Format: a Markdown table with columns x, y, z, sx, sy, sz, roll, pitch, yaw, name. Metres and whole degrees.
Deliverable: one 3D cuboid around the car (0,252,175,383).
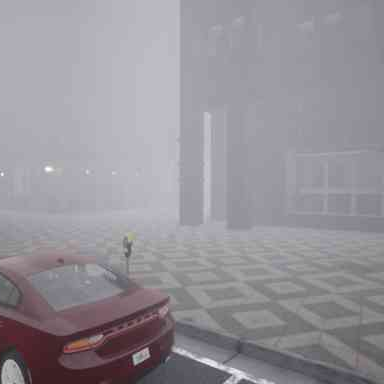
| x | y | z | sx | sy | sz | roll | pitch | yaw | name |
| --- | --- | --- | --- | --- | --- | --- | --- | --- | --- |
| -2.293 | 1.544 | 4.759 | 4.507 | 1.381 | 1.887 | 0 | 0 | 37 | car |
